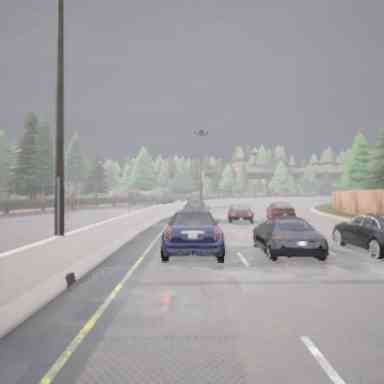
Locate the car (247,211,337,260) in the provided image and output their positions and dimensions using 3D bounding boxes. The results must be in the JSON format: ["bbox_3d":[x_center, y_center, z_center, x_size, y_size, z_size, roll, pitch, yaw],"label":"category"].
[{"bbox_3d":[3.543,1.622,12.656,1.994,1.385,4.181,0,0,0],"label":"car"}]

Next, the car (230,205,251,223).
[{"bbox_3d":[3.830,1.721,26.738,1.895,1.301,4.718,0,0,5],"label":"car"}]

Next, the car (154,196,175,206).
[{"bbox_3d":[-5.212,1.635,63.526,2.097,1.767,4.553,0,0,23],"label":"car"}]

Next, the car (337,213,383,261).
[{"bbox_3d":[7.041,1.549,12.578,2.128,1.511,4.902,0,0,0],"label":"car"}]

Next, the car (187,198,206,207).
[{"bbox_3d":[0.865,1.831,59.875,1.994,1.385,4.181,0,0,22],"label":"car"}]

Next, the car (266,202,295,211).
[{"bbox_3d":[7.504,1.605,28.455,1.882,1.535,5.008,0,0,5],"label":"car"}]

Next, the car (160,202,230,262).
[{"bbox_3d":[0.041,1.408,12.490,2.097,1.767,4.553,0,0,0],"label":"car"}]

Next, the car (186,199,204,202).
[{"bbox_3d":[0.388,1.474,27.347,2.097,1.767,4.553,0,0,5],"label":"car"}]

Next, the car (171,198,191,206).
[{"bbox_3d":[-1.963,1.878,62.297,1.895,1.301,4.718,0,0,23],"label":"car"}]
